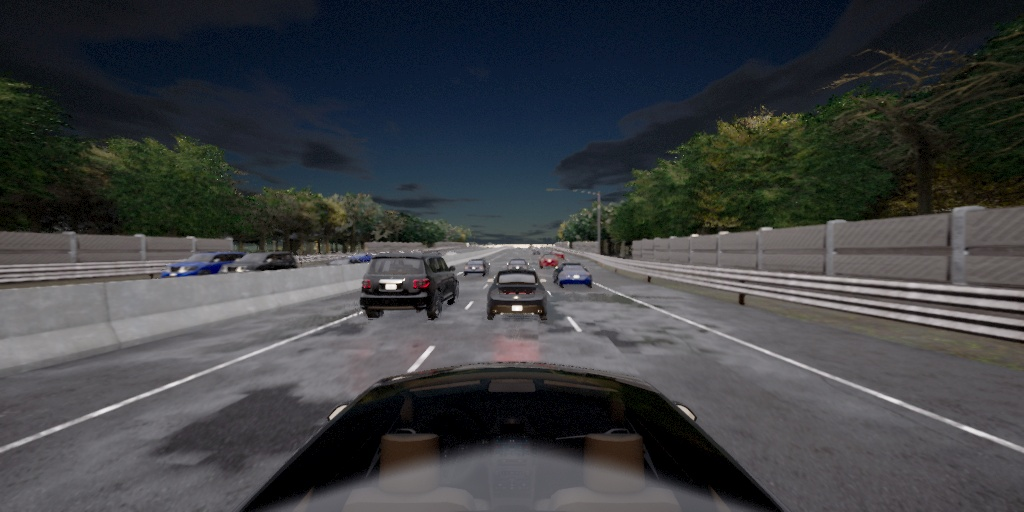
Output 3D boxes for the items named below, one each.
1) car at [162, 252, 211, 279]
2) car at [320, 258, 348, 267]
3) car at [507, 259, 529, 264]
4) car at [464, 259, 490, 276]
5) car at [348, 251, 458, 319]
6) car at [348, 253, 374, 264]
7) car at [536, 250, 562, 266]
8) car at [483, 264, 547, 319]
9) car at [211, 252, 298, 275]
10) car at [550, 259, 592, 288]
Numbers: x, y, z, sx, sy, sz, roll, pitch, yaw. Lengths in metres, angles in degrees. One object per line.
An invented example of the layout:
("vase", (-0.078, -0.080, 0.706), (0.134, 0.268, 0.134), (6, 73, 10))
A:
("car", (-20.848, 0.756, 24.901), (2.150, 2.045, 5.566), (0, 1, 1))
("car", (-13.746, 0.926, 29.200), (1.882, 1.535, 5.008), (0, 1, 1))
("car", (0.507, 0.938, 31.473), (2.033, 1.411, 5.357), (0, 1, 1))
("car", (-3.001, 0.947, 31.201), (2.033, 1.411, 5.357), (0, 1, 1))
("car", (-3.333, 0.919, 12.637), (2.150, 2.045, 5.566), (0, 1, 1))
("car", (-22.703, 0.327, 54.017), (1.882, 1.535, 5.008), (0, 2, -1))
("car", (4.223, 0.495, 41.827), (2.097, 1.767, 4.553), (0, 1, 2))
("car", (0.171, 1.204, 12.550), (1.837, 1.490, 4.892), (0, 1, 1))
("car", (-17.344, 0.755, 24.943), (2.150, 2.045, 5.566), (0, 1, 1))
("car", (3.703, 1.125, 22.400), (1.994, 1.385, 4.181), (0, 1, 1))
